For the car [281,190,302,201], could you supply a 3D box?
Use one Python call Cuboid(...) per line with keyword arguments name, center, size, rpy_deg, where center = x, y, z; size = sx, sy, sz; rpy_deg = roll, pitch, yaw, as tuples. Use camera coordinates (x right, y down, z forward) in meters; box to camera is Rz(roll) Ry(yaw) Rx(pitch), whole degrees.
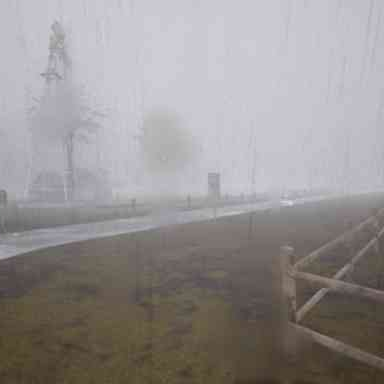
Cuboid(name="car", center=(14.804, 0.432, 49.318), size=(2.128, 1.511, 4.902), rpy_deg=(-2, 0, 35))
